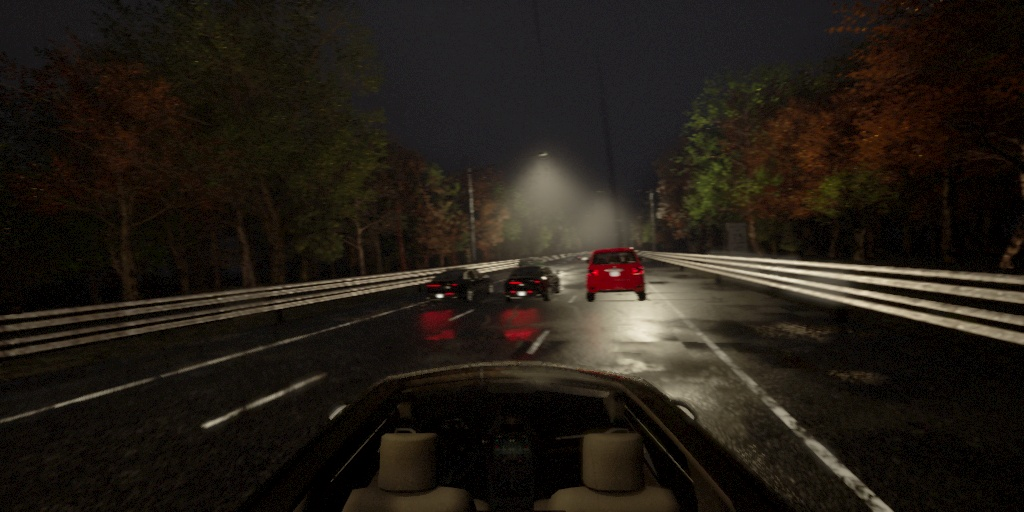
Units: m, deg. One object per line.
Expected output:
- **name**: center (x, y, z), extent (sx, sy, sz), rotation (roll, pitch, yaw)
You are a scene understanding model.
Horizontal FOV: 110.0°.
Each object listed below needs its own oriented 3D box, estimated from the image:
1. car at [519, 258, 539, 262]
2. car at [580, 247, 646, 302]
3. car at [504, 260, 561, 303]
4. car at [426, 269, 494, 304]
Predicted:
- **car**: center (1.705, 0.930, 31.602), extent (2.097, 1.767, 4.553), rotation (-3, 0, 16)
- **car**: center (4.382, 0.687, 15.327), extent (2.150, 2.045, 5.566), rotation (-3, 0, 16)
- **car**: center (1.022, 1.165, 16.237), extent (1.837, 1.490, 4.892), rotation (-3, 0, 16)
- **car**: center (-2.340, 1.358, 17.186), extent (1.837, 1.490, 4.892), rotation (-3, 0, 16)
